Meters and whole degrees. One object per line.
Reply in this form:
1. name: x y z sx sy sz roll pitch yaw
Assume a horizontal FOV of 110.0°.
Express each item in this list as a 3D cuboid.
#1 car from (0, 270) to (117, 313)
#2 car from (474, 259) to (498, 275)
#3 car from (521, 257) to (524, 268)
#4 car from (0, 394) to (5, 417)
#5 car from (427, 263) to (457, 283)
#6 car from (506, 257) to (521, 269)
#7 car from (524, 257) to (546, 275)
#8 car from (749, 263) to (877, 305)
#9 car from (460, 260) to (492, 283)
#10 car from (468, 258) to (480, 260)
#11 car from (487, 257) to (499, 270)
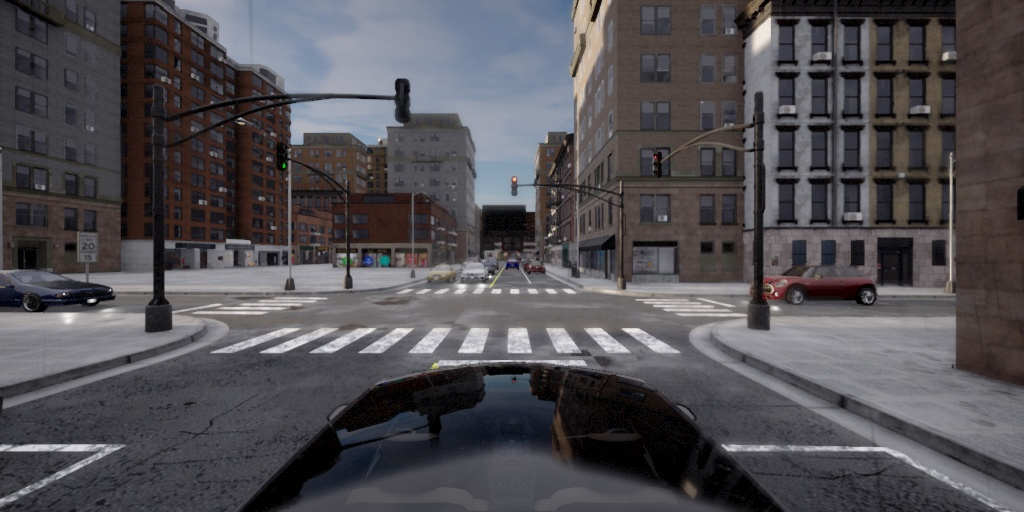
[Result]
1. car: -17.807 1.215 12.935 5.357 1.411 2.033 0 0 0
2. car: -2.852 1.311 38.571 1.994 1.385 4.181 0 0 0
3. car: 2.621 1.062 45.124 2.192 1.841 5.009 0 0 0
4. car: -5.388 1.301 1.290 2.007 1.370 4.403 0 0 0
5. car: -5.397 1.273 27.965 1.751 1.417 4.829 0 0 0
6. car: 0.082 1.225 55.666 1.882 1.535 5.008 0 0 0
7. car: 2.624 1.187 39.462 1.967 1.591 4.097 0 0 0
8. car: 13.169 1.174 15.891 4.553 1.767 2.097 0 0 -1
9. car: -2.856 1.274 28.105 1.812 1.442 4.674 0 0 0
10. car: -5.404 1.298 45.121 2.007 1.370 4.403 0 0 0
11. car: -2.848 1.239 51.282 2.128 1.511 4.902 0 0 0
